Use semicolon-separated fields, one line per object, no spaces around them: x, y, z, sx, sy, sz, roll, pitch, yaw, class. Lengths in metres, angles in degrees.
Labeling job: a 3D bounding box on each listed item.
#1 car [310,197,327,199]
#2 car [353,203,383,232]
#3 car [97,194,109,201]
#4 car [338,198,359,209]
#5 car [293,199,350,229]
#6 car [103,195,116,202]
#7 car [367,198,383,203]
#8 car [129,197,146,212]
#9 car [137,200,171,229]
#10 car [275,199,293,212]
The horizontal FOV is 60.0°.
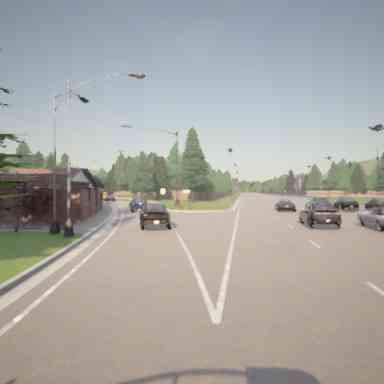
14.211;1.312;37.696;2.097;1.767;4.553;0;0;9;car
11.499;1.567;19.787;1.895;1.301;4.718;0;0;9;car
-23.217;1.397;86.435;1.882;1.535;5.008;0;0;-27;car
17.956;1.426;39.046;1.882;1.535;5.008;0;0;9;car
8.241;1.468;21.659;2.128;1.511;4.902;0;0;9;car
-18.960;1.587;77.248;1.812;1.442;4.674;0;0;-25;car
21.332;1.463;38.056;1.812;1.442;4.674;0;0;8;car
-6.175;1.377;38.776;2.097;1.767;4.553;0;0;-14;car
-2.485;1.516;21.743;1.837;1.490;4.892;0;0;-10;car
10.870;1.535;39.002;1.994;1.385;4.181;0;0;9;car
